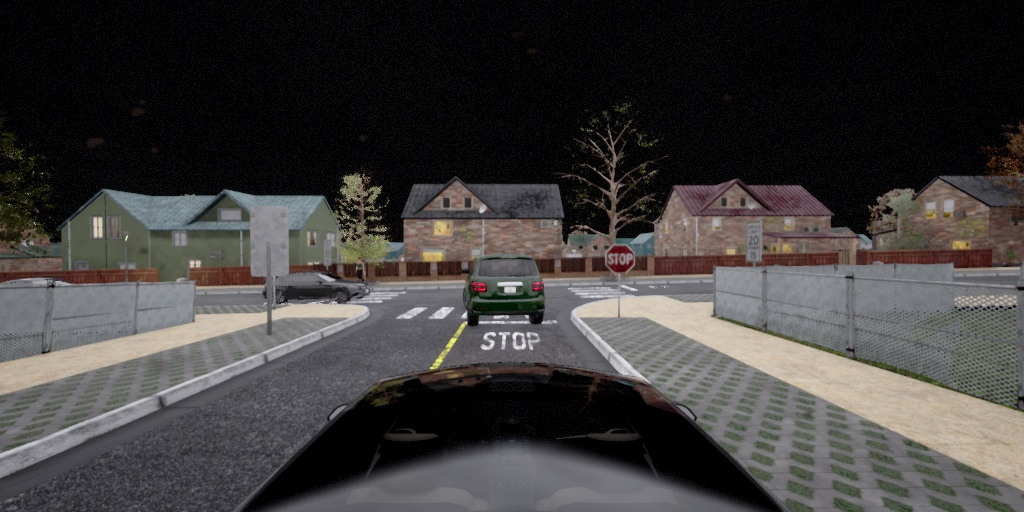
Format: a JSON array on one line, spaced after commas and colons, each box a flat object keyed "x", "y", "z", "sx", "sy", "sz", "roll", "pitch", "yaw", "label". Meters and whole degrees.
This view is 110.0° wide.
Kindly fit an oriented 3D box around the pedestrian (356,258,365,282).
[{"x": -9.682, "y": 0.997, "z": 22.835, "sx": 0.375, "sy": 1.860, "sz": 0.375, "roll": 0, "pitch": 2, "yaw": 0, "label": "pedestrian"}]

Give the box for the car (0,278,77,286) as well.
[{"x": -22.261, "y": 1.769, "z": 16.949, "sx": 4.674, "sy": 1.442, "sz": 1.812, "roll": -2, "pitch": 1, "yaw": 0, "label": "car"}]

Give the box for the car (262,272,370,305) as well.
[{"x": -9.206, "y": 1.460, "z": 16.982, "sx": 4.674, "sy": 1.442, "sz": 1.812, "roll": -1, "pitch": 1, "yaw": 0, "label": "car"}]

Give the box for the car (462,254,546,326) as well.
[{"x": -0.435, "y": 0.970, "z": 11.868, "sx": 2.150, "sy": 2.045, "sz": 5.566, "roll": 0, "pitch": 0, "yaw": -8, "label": "car"}]
